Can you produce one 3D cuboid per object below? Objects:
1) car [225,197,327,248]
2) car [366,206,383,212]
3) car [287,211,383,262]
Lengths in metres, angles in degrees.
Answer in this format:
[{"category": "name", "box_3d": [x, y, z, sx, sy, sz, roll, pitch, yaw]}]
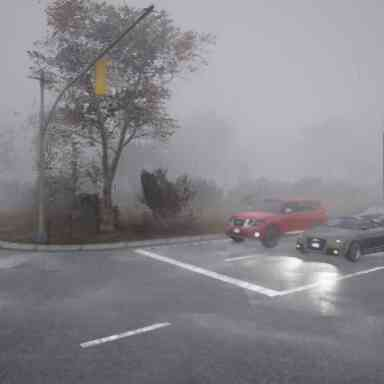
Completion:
[{"category": "car", "box_3d": [4.130, 1.285, 15.536, 5.566, 2.045, 2.150, 0, 0, -35]}, {"category": "car", "box_3d": [12.064, 1.639, 21.181, 4.674, 1.442, 1.812, 0, 0, -35]}, {"category": "car", "box_3d": [5.806, 1.625, 12.436, 4.181, 1.385, 1.994, 0, 0, -36]}]
